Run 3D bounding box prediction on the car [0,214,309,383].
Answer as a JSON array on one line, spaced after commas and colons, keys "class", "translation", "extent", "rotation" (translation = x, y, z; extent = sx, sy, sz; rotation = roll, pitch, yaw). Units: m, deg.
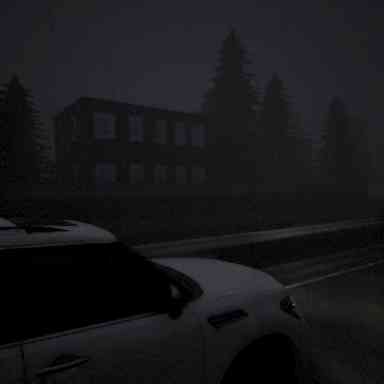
[{"class": "car", "translation": [-1.436, 1.218, 2.721], "extent": [5.566, 2.045, 2.150], "rotation": [-1, 1, -35]}]
